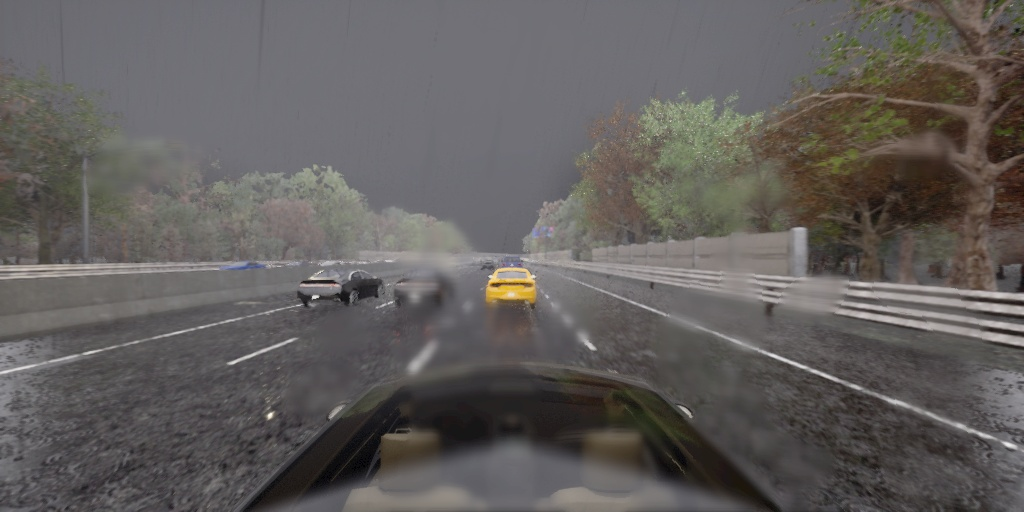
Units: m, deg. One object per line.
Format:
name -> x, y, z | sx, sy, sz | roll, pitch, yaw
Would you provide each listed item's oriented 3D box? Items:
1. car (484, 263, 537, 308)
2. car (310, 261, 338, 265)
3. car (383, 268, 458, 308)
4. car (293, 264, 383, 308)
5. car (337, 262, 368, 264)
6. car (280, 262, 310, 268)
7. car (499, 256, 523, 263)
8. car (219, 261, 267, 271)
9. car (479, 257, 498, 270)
car -> 0.001, 1.250, 15.495 | 1.882, 1.535, 5.008 | 0, 0, 0
car -> -21.052, 1.341, 41.870 | 1.812, 1.442, 4.674 | 0, 0, 0
car -> -3.501, 1.264, 15.356 | 2.128, 1.511, 4.902 | 0, 0, 0
car -> -6.998, 1.263, 15.191 | 2.128, 1.511, 4.902 | 0, 0, 0
car -> -17.563, 1.415, 40.963 | 1.895, 1.301, 4.718 | 0, 0, 0
car -> -24.552, 1.362, 41.392 | 2.033, 1.411, 5.357 | 0, 0, 1
car -> 0.001, 1.032, 38.710 | 2.150, 2.045, 5.566 | 0, 0, 0
car -> -28.062, 1.286, 37.542 | 1.882, 1.535, 5.008 | 0, 0, 0
car -> -3.494, 1.342, 54.490 | 1.837, 1.490, 4.892 | 0, 0, 0
